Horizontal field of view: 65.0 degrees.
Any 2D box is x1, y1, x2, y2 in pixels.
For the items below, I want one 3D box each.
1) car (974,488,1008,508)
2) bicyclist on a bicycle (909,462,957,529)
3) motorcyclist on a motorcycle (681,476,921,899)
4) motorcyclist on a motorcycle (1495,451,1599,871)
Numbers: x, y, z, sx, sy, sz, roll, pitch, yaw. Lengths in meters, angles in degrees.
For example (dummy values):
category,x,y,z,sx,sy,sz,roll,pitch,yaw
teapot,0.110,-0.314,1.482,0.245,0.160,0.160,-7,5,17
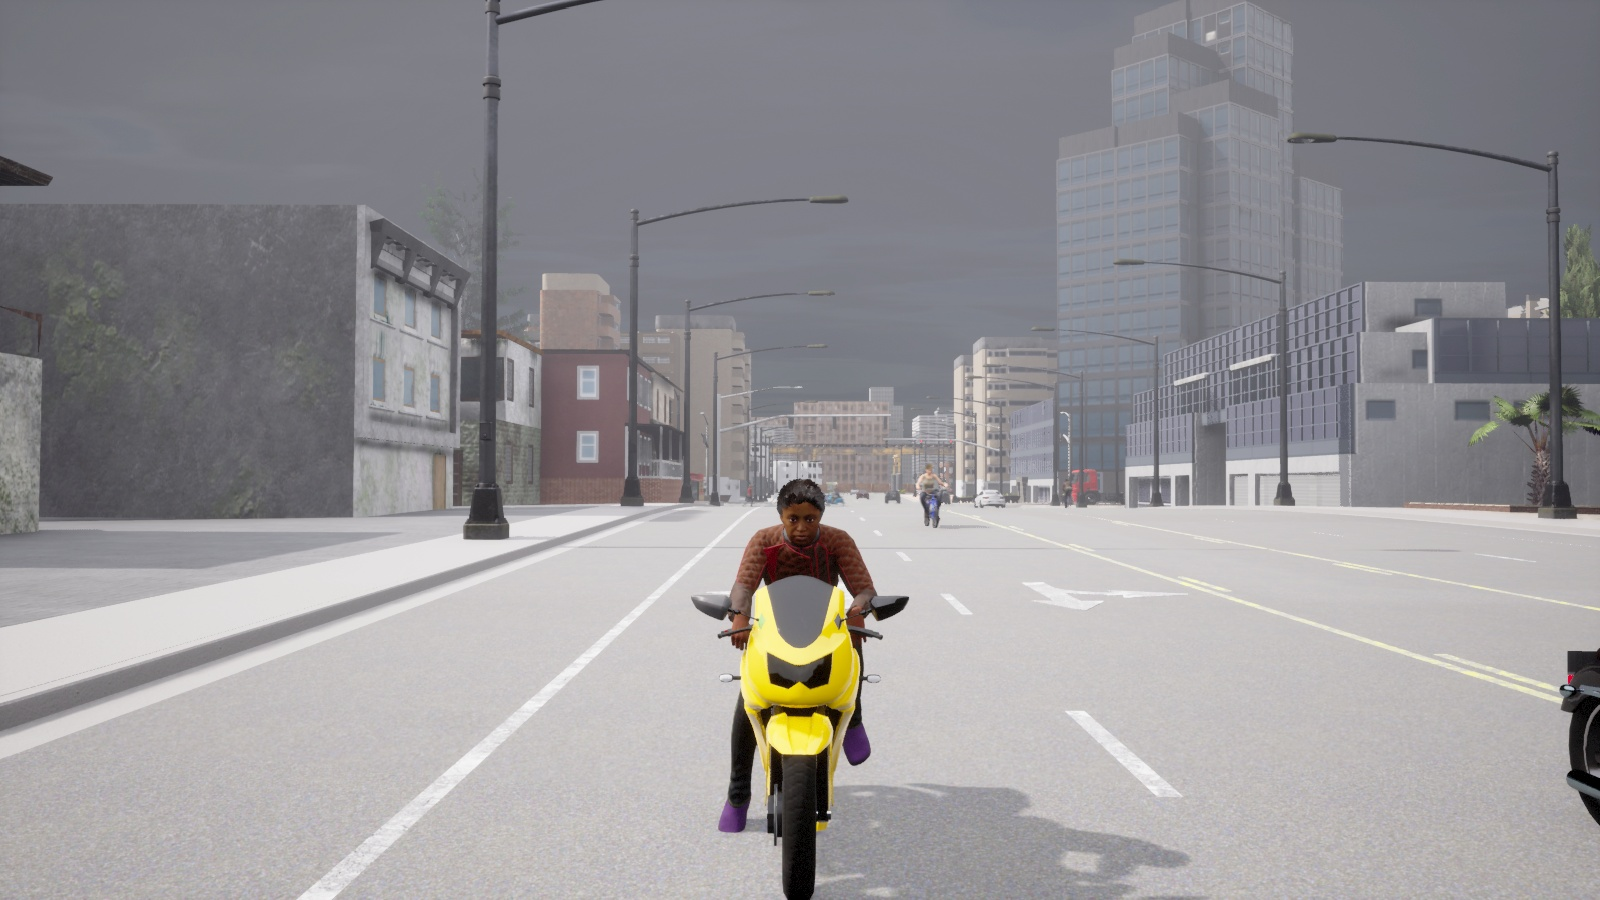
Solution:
category,x,y,z,sx,sy,sz,roll,pitch,yaw
car,14.162,3.577,93.469,1.812,1.442,4.674,0,-2,0
bicyclist on a bicycle,3.311,1.121,31.444,0.866,1.612,1.509,-1,-1,-6
motorcyclist on a motorcycle,0.010,0.876,5.219,0.797,1.523,2.044,0,-1,0
motorcyclist on a motorcycle,3.517,0.821,4.476,0.766,1.649,2.350,0,-1,0
